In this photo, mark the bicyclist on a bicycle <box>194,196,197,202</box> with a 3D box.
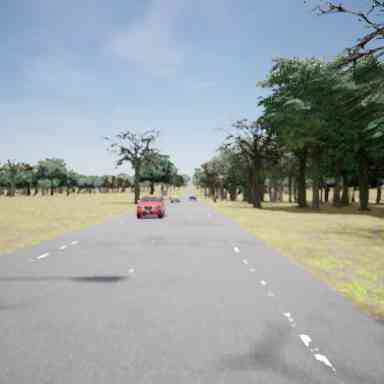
[{"bbox_3d":[0.931,1.803,89.952,0.866,1.612,1.509,0,-1,0],"label":"bicyclist on a bicycle"}]

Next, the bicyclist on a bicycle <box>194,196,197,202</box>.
[{"bbox_3d":[0.933,1.754,80.670,0.582,1.620,1.656,0,-1,0],"label":"bicyclist on a bicycle"}]

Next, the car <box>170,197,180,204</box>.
[{"bbox_3d":[-3.525,1.755,70.742,1.994,1.385,4.181,0,0,0],"label":"car"}]

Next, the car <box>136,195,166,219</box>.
[{"bbox_3d":[-3.605,1.282,30.077,2.150,2.045,5.566,0,0,0],"label":"car"}]
